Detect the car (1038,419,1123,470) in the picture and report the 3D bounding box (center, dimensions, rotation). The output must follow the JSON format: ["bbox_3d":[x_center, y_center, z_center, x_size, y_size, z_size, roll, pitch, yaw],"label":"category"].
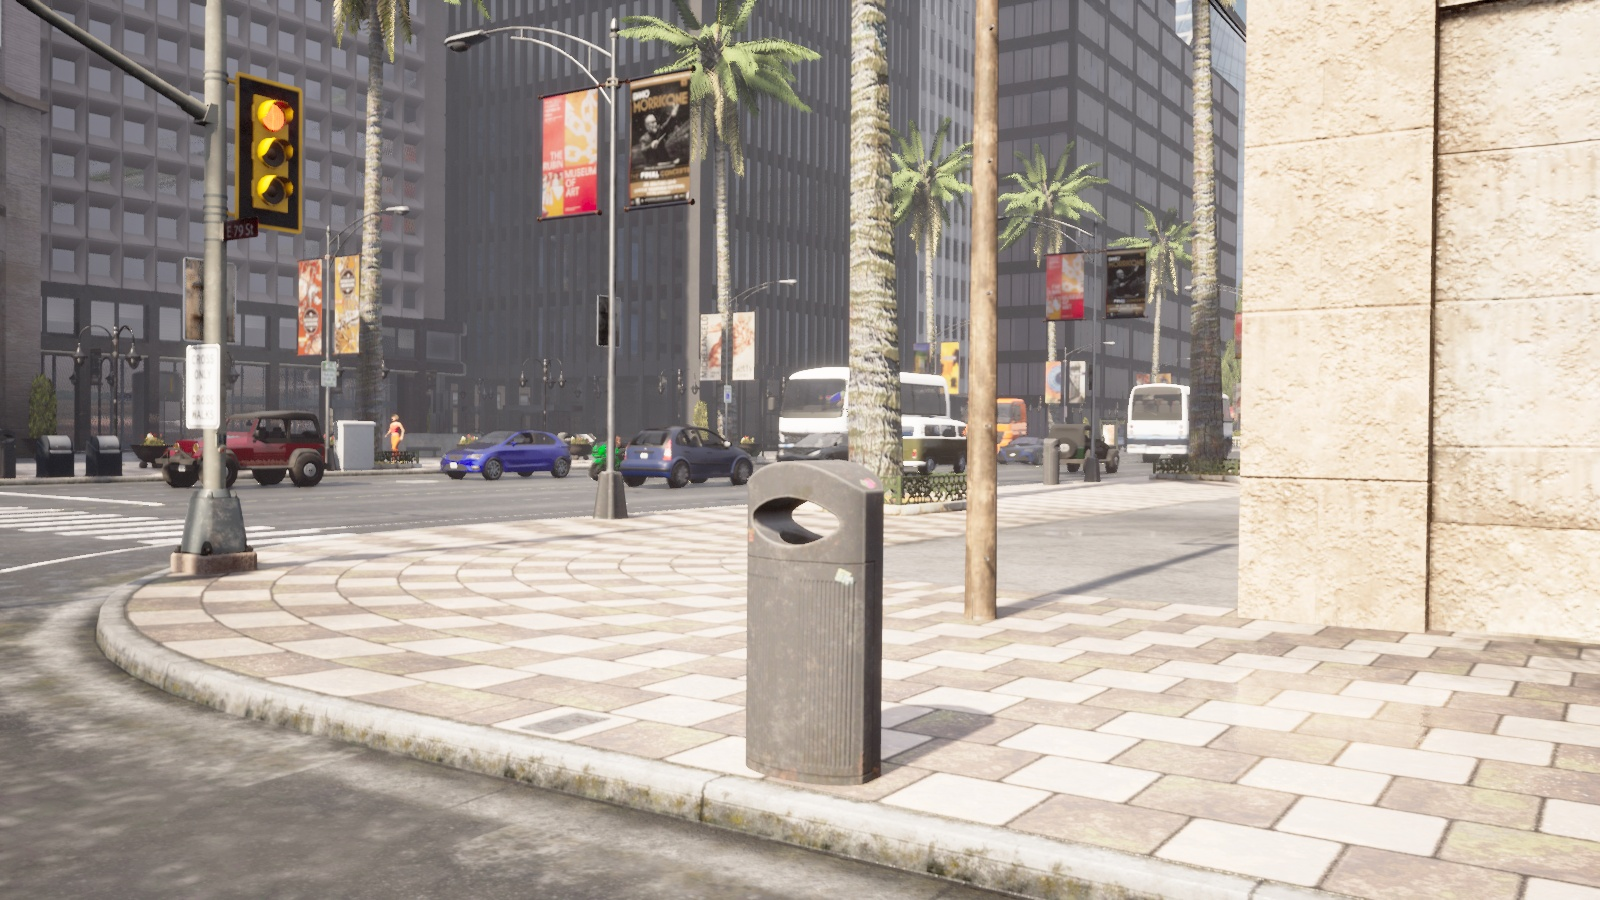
[{"bbox_3d":[10.770,-0.236,48.044,1.905,1.878,3.866,0,1,34],"label":"car"}]

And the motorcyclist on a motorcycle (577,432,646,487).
[{"bbox_3d":[-5.451,0.252,36.360,0.797,1.523,2.044,0,1,34],"label":"motorcyclist on a motorcycle"}]

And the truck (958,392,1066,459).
[{"bbox_3d":[11.739,-1.312,68.742,2.891,3.462,7.936,0,1,33],"label":"truck"}]

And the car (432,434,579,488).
[{"bbox_3d":[-8.766,0.293,37.697,1.816,1.474,4.193,0,1,34],"label":"car"}]

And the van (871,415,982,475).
[{"bbox_3d":[4.599,-0.215,45.104,2.069,2.038,4.480,0,1,34],"label":"van"}]

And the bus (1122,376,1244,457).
[{"bbox_3d":[21.997,-1.835,71.670,3.944,4.253,10.273,0,1,33],"label":"bus"}]

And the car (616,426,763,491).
[{"bbox_3d":[-2.909,0.181,33.863,1.851,1.617,3.988,0,1,34],"label":"car"}]

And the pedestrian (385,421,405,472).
[{"bbox_3d":[-14.644,-0.121,45.381,0.345,1.836,0.594,0,1,32],"label":"pedestrian"}]

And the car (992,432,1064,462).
[{"bbox_3d":[11.179,-0.159,61.462,1.994,1.385,4.181,0,1,33],"label":"car"}]

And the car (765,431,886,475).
[{"bbox_3d":[1.010,0.079,46.043,2.163,1.488,4.792,0,1,34],"label":"car"}]

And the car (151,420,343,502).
[{"bbox_3d":[-13.427,0.214,30.679,1.905,1.878,3.866,0,1,34],"label":"car"}]

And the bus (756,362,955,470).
[{"bbox_3d":[2.675,-1.434,54.836,3.944,4.253,10.273,0,1,33],"label":"bus"}]
